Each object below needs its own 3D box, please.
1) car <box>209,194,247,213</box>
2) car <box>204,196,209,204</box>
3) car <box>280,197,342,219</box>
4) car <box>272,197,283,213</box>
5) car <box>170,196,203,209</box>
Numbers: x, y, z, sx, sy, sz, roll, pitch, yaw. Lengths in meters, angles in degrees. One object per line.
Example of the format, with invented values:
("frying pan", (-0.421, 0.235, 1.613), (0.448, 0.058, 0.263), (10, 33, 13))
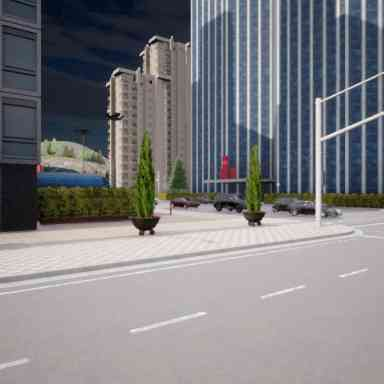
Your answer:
("car", (4.741, 1.221, 37.581), (2.150, 2.045, 5.566), (0, 0, -36))
("car", (1.789, 1.491, 59.892), (2.128, 1.511, 4.902), (0, 0, -36))
("car", (10.694, 1.492, 29.374), (2.128, 1.511, 4.902), (0, 0, -36))
("car", (10.778, 1.351, 35.213), (2.097, 1.767, 4.553), (0, 0, -36))
("car", (-1.095, 1.478, 45.647), (1.882, 1.535, 5.008), (0, 0, -36))
